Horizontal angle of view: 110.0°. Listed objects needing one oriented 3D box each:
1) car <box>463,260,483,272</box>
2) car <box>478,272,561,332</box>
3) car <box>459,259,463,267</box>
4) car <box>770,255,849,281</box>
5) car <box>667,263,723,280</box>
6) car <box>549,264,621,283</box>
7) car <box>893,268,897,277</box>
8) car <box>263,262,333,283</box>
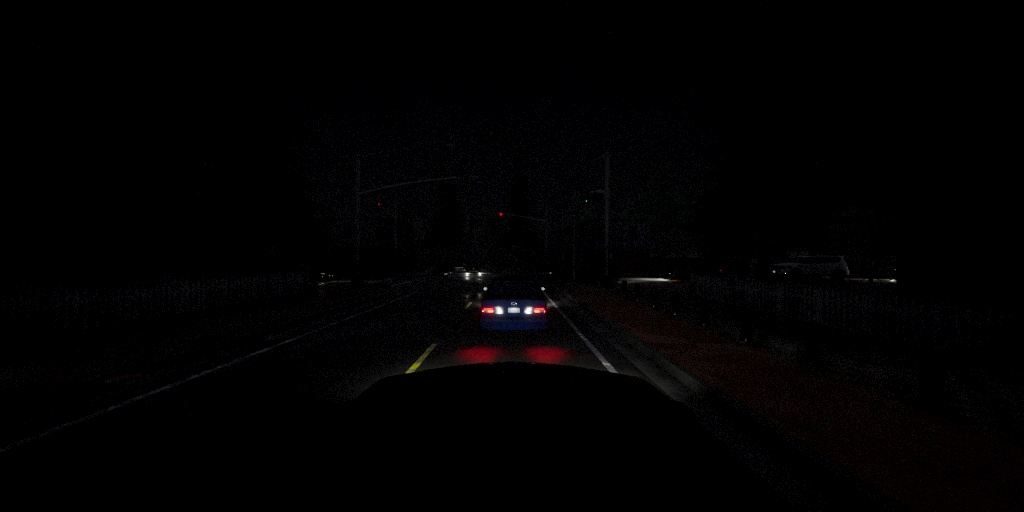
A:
[{"bbox_3d":[-4.780,1.220,44.704,1.837,1.490,4.892,0,0,-6],"label":"car"},{"bbox_3d":[0.062,1.297,10.777,2.033,1.411,5.357,0,0,0],"label":"car"},{"bbox_3d":[-6.347,1.263,54.486,2.033,1.411,5.357,0,0,-14],"label":"car"},{"bbox_3d":[24.678,0.956,29.915,5.566,2.045,2.150,0,0,1],"label":"car"},{"bbox_3d":[15.313,1.299,30.194,4.181,1.385,1.994,0,0,2],"label":"car"},{"bbox_3d":[5.297,1.283,26.781,5.357,1.411,2.033,0,0,2],"label":"car"},{"bbox_3d":[34.524,1.087,29.607,4.553,1.767,2.097,0,0,2],"label":"car"},{"bbox_3d":[-16.325,1.239,27.419,4.892,1.490,1.837,0,0,2],"label":"car"}]
